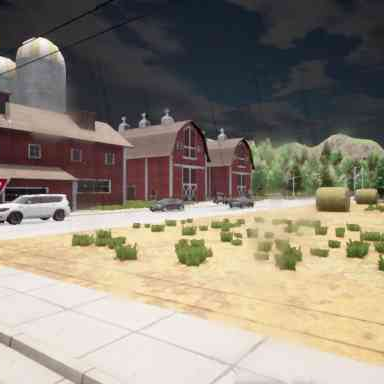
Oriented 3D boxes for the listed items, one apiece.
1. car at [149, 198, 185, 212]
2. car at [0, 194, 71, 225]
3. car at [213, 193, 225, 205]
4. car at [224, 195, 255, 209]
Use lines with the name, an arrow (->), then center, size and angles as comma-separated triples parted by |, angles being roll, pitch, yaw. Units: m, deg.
car -> -2.728, 1.472, 36.977 | 1.837, 1.490, 4.892 | 0, 2, 35
car -> -11.615, 1.194, 24.206 | 2.150, 2.045, 5.566 | 0, 0, 35
car -> 4.744, 1.117, 54.883 | 1.905, 1.878, 3.866 | 6, 1, -8
car -> 6.672, 1.464, 44.048 | 2.128, 1.511, 4.902 | 0, 0, 35
